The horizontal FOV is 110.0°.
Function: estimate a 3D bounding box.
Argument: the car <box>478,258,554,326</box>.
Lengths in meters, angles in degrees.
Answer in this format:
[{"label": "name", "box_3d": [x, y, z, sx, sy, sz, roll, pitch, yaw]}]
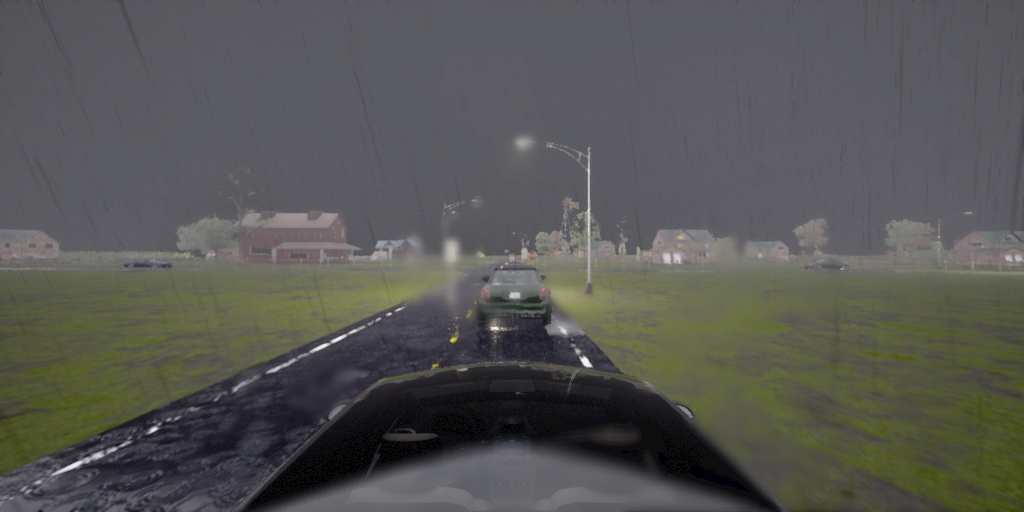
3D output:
[{"label": "car", "box_3d": [0.101, 1.064, 11.677, 2.097, 1.767, 4.553, 0, 0, 0]}]

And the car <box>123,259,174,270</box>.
[{"label": "car", "box_3d": [-44.936, 1.062, 44.450, 4.718, 1.301, 1.895, 0, 0, 1]}]

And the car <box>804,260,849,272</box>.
[{"label": "car", "box_3d": [40.885, 1.244, 46.643, 4.892, 1.490, 1.837, 0, 0, 1]}]
